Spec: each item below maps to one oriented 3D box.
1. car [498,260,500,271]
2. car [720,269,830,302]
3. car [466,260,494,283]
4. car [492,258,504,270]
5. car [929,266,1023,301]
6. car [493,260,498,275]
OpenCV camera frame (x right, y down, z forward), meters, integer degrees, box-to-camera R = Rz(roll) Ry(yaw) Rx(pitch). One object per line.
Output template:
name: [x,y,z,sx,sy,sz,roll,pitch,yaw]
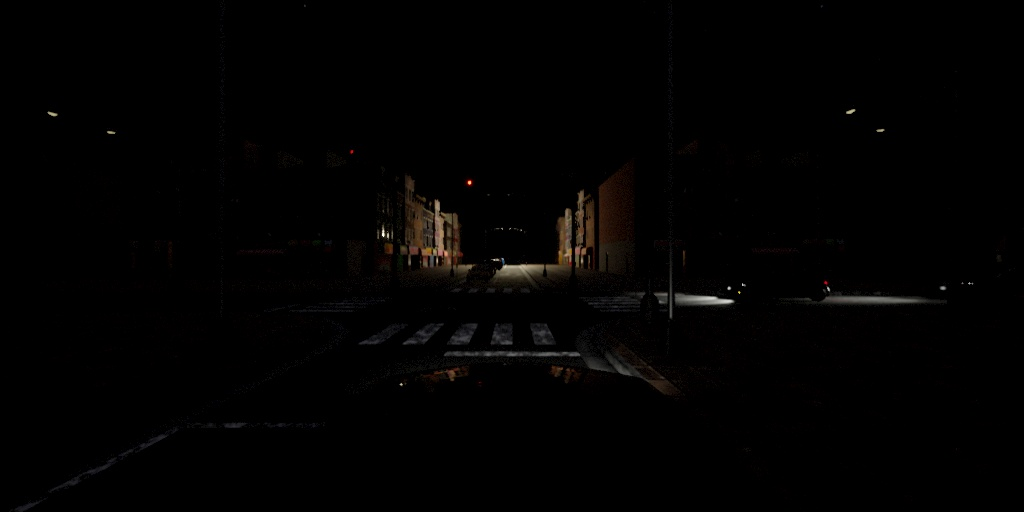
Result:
car: [-2.616,1.392,40.028,1.802,1.307,4.207,0,0,0]
car: [12.059,1.311,16.623,4.181,1.385,1.994,0,0,0]
car: [-2.623,1.310,28.648,1.751,1.417,4.829,0,0,0]
car: [-2.610,1.282,51.238,1.967,1.591,4.097,0,0,0]
car: [22.421,1.219,16.601,4.902,1.511,2.128,0,0,0]
car: [-2.620,1.342,34.423,1.888,1.381,4.507,0,0,0]
